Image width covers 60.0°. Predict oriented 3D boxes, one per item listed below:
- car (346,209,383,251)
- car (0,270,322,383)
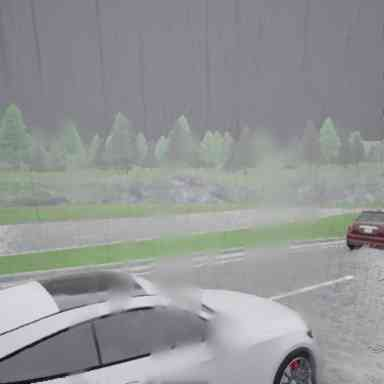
[{"bbox_3d":[8.442,1.504,13.568,4.553,1.767,2.097,1,0,-31],"label":"car"},{"bbox_3d":[-0.730,1.532,3.156,4.674,1.442,1.812,1,0,-36],"label":"car"}]
